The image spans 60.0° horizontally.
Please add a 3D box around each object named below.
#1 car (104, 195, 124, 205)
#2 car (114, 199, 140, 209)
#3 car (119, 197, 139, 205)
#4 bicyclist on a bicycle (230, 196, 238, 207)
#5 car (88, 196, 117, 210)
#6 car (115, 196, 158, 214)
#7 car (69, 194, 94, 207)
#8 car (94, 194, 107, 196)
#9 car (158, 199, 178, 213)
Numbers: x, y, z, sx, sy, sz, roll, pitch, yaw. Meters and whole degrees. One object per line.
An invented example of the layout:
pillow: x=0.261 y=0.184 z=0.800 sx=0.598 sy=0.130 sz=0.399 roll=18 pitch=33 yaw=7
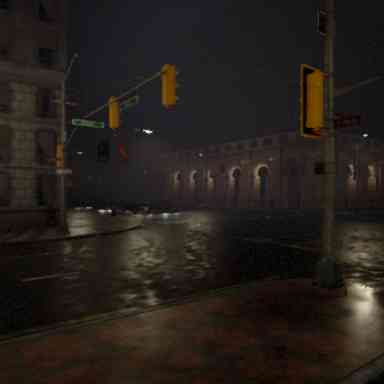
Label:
car: x=-14.084 y=1.423 z=59.863 sx=2.097 sy=1.767 sz=4.553 roll=0 pitch=0 yaw=-35
car: x=-9.200 y=1.661 z=46.717 sx=1.895 sy=1.301 sz=4.718 roll=0 pitch=0 yaw=-35
car: x=-11.953 y=1.683 z=63.090 sx=1.895 sy=1.301 sz=4.718 roll=0 pitch=0 yaw=-35
bicyclist on a bicycle: x=6.306 y=1.407 z=49.893 sx=1.656 sy=1.620 sz=0.582 roll=0 pitch=0 yaw=-36
car: x=-11.989 y=1.613 z=44.617 sx=1.994 sy=1.385 sz=4.181 roll=0 pitch=0 yaw=-34
car: x=-6.181 y=1.541 z=36.488 sx=2.128 sy=1.511 sz=4.902 roll=0 pitch=0 yaw=-36
car: x=-18.022 y=1.270 z=53.174 sx=2.150 sy=2.045 sz=5.566 roll=0 pitch=0 yaw=-35
car: x=-15.272 y=1.281 z=55.375 sx=2.150 sy=2.045 sz=5.566 roll=0 pitch=0 yaw=-35
car: x=-3.436 y=1.586 z=38.668 sx=1.812 sy=1.442 sz=4.674 roll=0 pitch=0 yaw=-36
